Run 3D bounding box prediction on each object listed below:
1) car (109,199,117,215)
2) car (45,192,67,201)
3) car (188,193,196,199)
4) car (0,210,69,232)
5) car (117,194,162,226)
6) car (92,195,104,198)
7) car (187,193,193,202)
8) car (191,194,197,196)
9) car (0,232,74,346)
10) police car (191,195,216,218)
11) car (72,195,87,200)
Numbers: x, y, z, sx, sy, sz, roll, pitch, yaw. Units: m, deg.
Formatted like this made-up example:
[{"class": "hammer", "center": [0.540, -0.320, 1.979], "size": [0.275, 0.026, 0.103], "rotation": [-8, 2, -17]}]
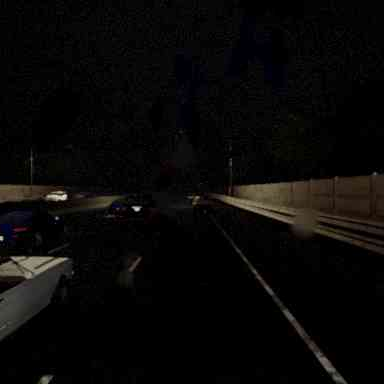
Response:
[{"class": "car", "center": [-6.886, 1.411, 33.348], "size": [1.882, 1.535, 5.008], "rotation": [0, 0, 0]}, {"class": "car", "center": [-24.488, 1.003, 60.260], "size": [2.150, 2.045, 5.566], "rotation": [0, 1, 1]}, {"class": "car", "center": [0.038, 0.903, 81.081], "size": [1.837, 1.490, 4.892], "rotation": [0, 0, 0]}, {"class": "car", "center": [-6.893, 1.499, 14.241], "size": [1.812, 1.442, 4.674], "rotation": [0, 0, 0]}, {"class": "car", "center": [-3.389, 1.178, 23.216], "size": [2.150, 2.045, 5.566], "rotation": [0, 0, 0]}, {"class": "car", "center": [-17.488, 1.288, 62.188], "size": [1.812, 1.442, 4.674], "rotation": [0, 1, 1]}, {"class": "car", "center": [0.030, 1.223, 65.409], "size": [2.128, 1.511, 4.902], "rotation": [0, 1, 0]}, {"class": "car", "center": [1.069, 1.365, 39.937], "size": [1.801, 1.575, 5.366], "rotation": [0, 0, 0]}, {"class": "car", "center": [-3.397, 1.592, 4.911], "size": [1.895, 1.301, 4.718], "rotation": [0, 0, 0]}, {"class": "police car", "center": [1.064, 1.368, 29.857], "size": [1.930, 1.638, 5.238], "rotation": [0, 0, 0]}, {"class": "car", "center": [-20.985, 1.323, 62.194], "size": [1.994, 1.385, 4.181], "rotation": [0, 1, 0]}]
